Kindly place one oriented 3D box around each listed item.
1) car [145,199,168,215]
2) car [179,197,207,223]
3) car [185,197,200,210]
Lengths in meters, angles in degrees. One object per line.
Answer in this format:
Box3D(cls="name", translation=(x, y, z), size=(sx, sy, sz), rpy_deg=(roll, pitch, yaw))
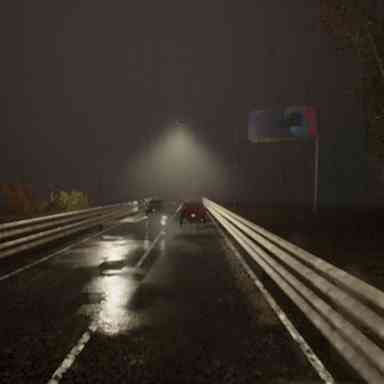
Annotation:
Box3D(cls="car", translation=(-3.358, 1.412, 32.084), size=(1.837, 1.490, 4.892), rpy_deg=(0, 0, 0))
Box3D(cls="car", translation=(0.075, 1.404, 24.833), size=(1.882, 1.535, 5.008), rpy_deg=(0, 1, 0))
Box3D(cls="car", translation=(0.056, 1.403, 41.710), size=(1.812, 1.442, 4.674), rpy_deg=(0, 0, 0))
